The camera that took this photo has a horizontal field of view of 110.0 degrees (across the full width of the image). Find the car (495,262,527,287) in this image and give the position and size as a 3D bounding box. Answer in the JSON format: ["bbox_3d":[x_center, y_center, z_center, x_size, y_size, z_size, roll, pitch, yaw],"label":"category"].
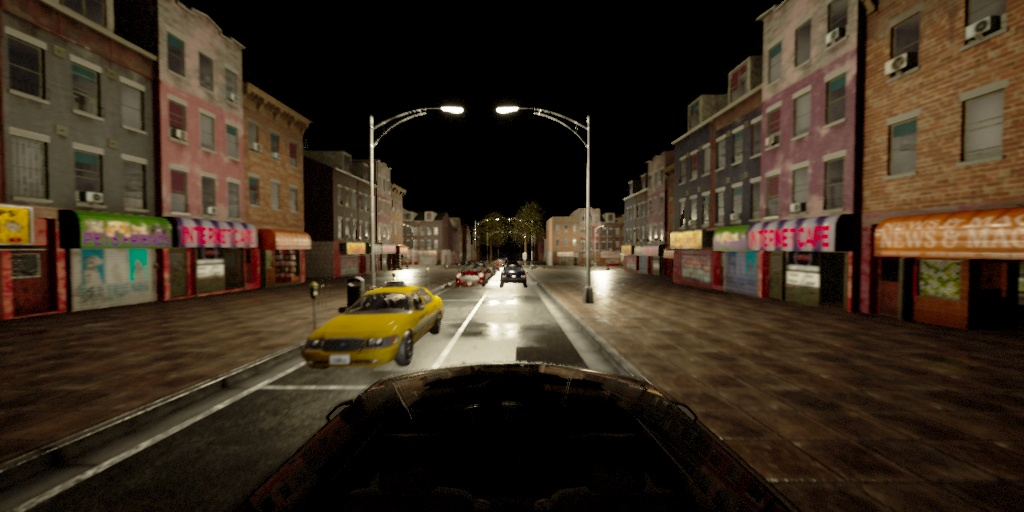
[{"bbox_3d":[0.095,1.340,25.213,2.033,1.411,5.357,0,0,0],"label":"car"}]

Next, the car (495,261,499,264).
[{"bbox_3d":[-2.647,1.385,35.332,2.007,1.370,4.403,0,0,0],"label":"car"}]

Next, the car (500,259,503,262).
[{"bbox_3d":[-2.650,1.503,51.674,1.802,1.307,4.207,0,0,0],"label":"car"}]

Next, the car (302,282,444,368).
[{"bbox_3d":[-2.642,1.278,7.928,1.751,1.417,4.829,0,0,0],"label":"car"}]

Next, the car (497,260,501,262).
[{"bbox_3d":[-2.648,1.411,40.780,2.007,1.370,4.403,0,0,0],"label":"car"}]

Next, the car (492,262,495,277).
[{"bbox_3d":[-2.646,1.393,29.883,1.802,1.307,4.207,0,0,0],"label":"car"}]

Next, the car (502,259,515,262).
[{"bbox_3d":[0.091,1.375,42.739,1.837,1.490,4.892,0,0,0],"label":"car"}]

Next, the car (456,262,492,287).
[{"bbox_3d":[-2.645,1.229,24.438,1.967,1.591,4.097,0,0,0],"label":"car"}]
